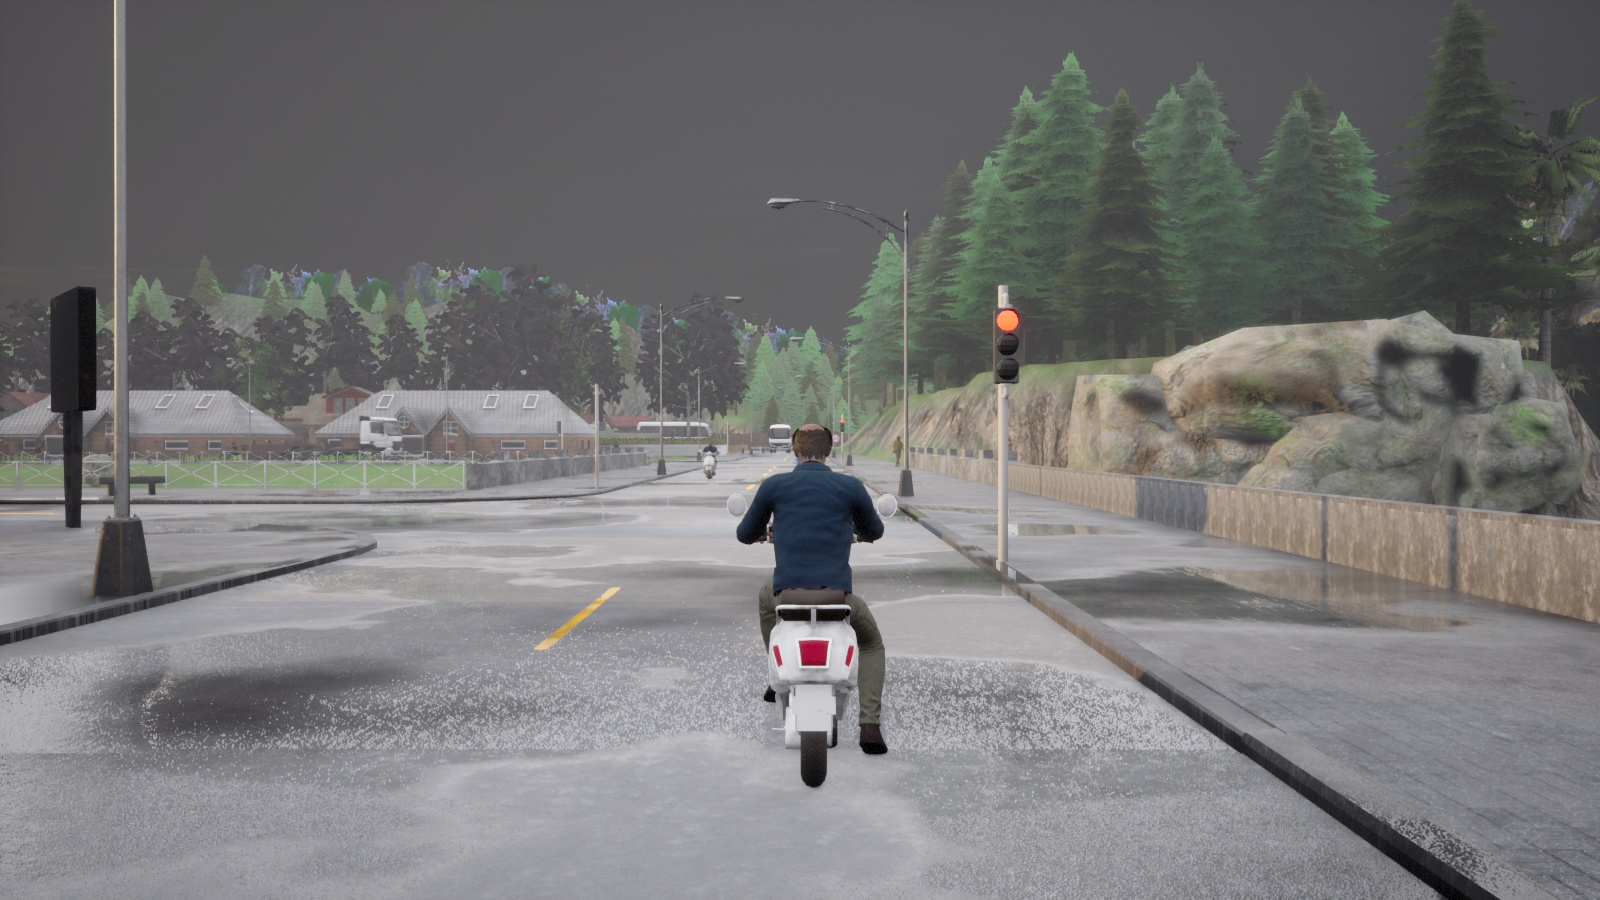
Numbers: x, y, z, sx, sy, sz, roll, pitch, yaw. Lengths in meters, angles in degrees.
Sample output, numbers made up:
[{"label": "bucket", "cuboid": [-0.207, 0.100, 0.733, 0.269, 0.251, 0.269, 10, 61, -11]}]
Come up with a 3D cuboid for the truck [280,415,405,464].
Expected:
[{"label": "truck", "cuboid": [-32.852, -0.772, 90.439, 7.936, 3.462, 2.891, 0, 0, 0]}]

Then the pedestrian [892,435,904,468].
[{"label": "pedestrian", "cuboid": [5.514, 0.062, 70.653, 0.370, 1.835, 0.726, 0, 0, -18]}]

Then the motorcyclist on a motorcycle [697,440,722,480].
[{"label": "motorcyclist on a motorcycle", "cuboid": [-3.697, 0.406, 51.516, 0.866, 1.590, 1.817, 0, 0, 0]}]

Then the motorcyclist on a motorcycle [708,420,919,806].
[{"label": "motorcyclist on a motorcycle", "cuboid": [0.059, 0.666, 6.070, 0.866, 1.590, 1.817, 0, 0, 0]}]
